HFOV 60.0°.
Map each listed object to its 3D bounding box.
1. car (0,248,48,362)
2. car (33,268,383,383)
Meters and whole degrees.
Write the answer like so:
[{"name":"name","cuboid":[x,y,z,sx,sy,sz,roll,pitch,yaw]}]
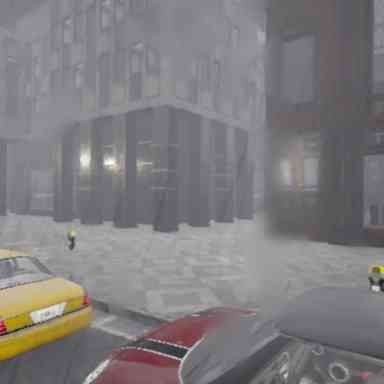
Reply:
[{"name":"car","cuboid":[-3.726,1.517,5.620,4.829,1.417,1.752,0,0,36]},{"name":"car","cuboid":[1.000,1.440,2.247,4.097,1.590,1.967,0,0,36]}]
